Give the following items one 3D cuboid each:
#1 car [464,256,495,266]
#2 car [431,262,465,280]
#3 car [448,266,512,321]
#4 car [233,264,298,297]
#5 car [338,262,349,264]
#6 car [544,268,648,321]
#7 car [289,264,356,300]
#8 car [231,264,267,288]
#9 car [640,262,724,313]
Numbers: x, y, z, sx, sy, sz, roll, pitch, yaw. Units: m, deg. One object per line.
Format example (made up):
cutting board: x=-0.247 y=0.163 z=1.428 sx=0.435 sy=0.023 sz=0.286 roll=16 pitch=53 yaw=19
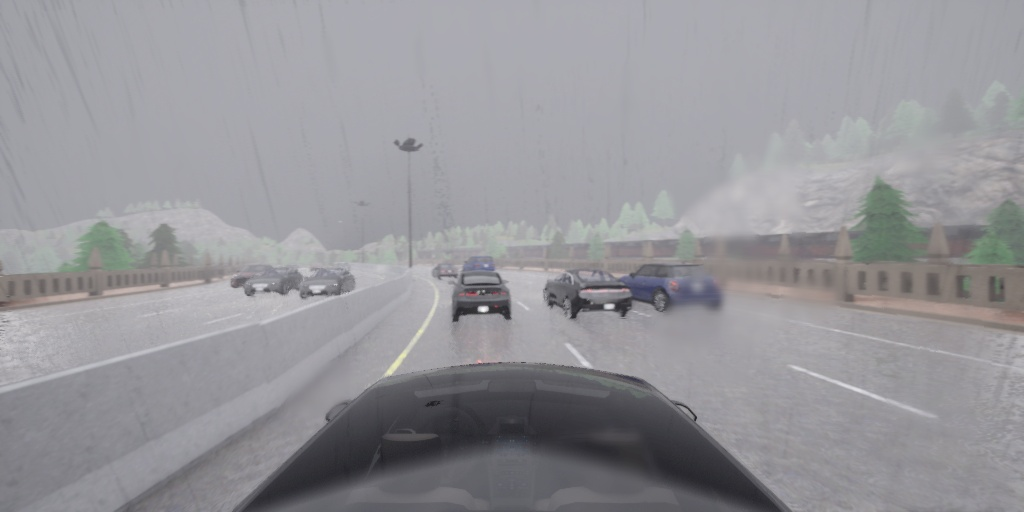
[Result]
car: x=-3.285 y=1.015 z=35.137 sx=2.150 sy=2.045 sz=5.566 roll=-1 pitch=0 yaw=-20
car: x=-6.186 y=1.392 z=33.018 sx=2.033 sy=1.411 sz=5.357 roll=-1 pitch=0 yaw=-20
car: x=-1.148 y=1.272 z=12.637 sx=1.837 sy=1.490 sz=4.892 roll=-1 pitch=0 yaw=-8
car: x=-13.614 y=1.457 z=20.817 sx=2.128 sy=1.511 sz=4.902 roll=-1 pitch=0 yaw=-15
car: x=-26.912 y=1.697 z=57.197 sx=2.128 sy=1.511 sz=4.902 roll=-1 pitch=0 yaw=-31
car: x=2.409 y=1.206 z=12.444 sx=2.128 sy=1.511 sz=4.902 roll=-1 pitch=0 yaw=-8
car: x=-9.615 y=1.391 z=19.051 sx=2.128 sy=1.511 sz=4.902 roll=-1 pitch=0 yaw=-13
car: x=-19.101 y=1.417 z=26.853 sx=2.097 sy=1.767 sz=4.553 roll=-1 pitch=0 yaw=-20
car: x=5.726 y=1.017 z=13.708 sx=2.097 sy=1.767 sz=4.553 roll=-1 pitch=0 yaw=-8
